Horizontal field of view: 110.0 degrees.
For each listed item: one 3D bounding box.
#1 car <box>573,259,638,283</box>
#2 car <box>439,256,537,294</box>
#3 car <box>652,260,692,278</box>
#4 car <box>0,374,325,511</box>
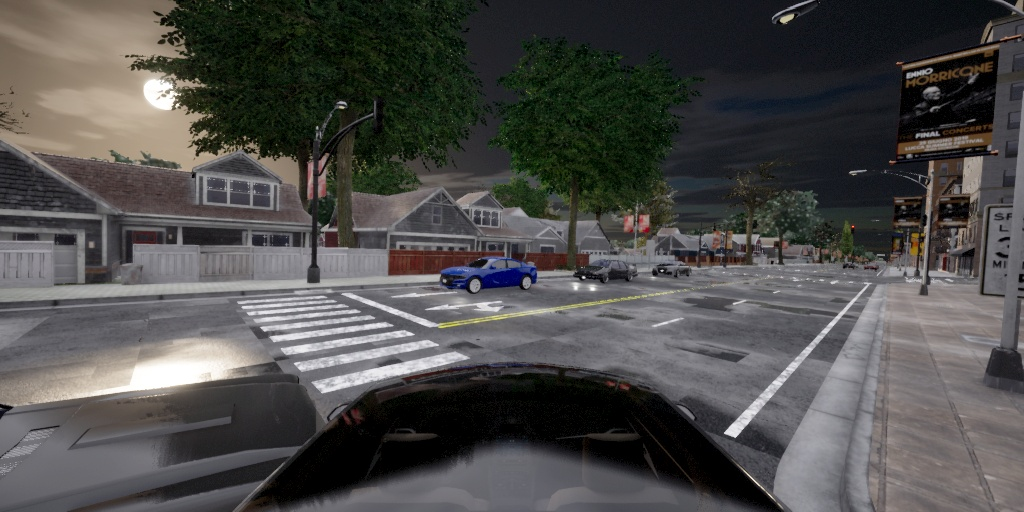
[{"bbox_3d":[6.269,0.928,23.422,5.357,1.411,2.033,1,2,-43],"label":"car"},{"bbox_3d":[-0.966,0.781,16.575,5.008,1.535,1.882,1,2,-43],"label":"car"},{"bbox_3d":[13.536,1.026,30.271,4.181,1.385,1.994,1,2,-44],"label":"car"},{"bbox_3d":[-3.317,1.274,1.413,4.718,1.301,1.895,1,2,-33],"label":"car"}]
